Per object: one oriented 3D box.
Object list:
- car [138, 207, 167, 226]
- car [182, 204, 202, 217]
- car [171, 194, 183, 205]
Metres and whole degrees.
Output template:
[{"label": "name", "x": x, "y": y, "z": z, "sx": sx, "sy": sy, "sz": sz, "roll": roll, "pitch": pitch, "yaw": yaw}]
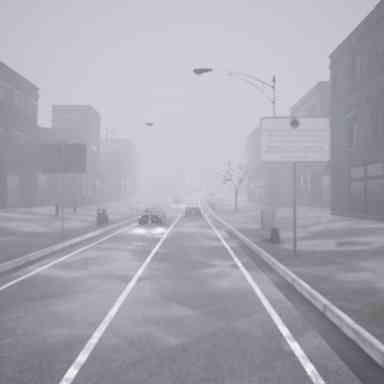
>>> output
[{"label": "car", "x": -3.072, "y": 1.911, "z": 26.414, "sx": 1.895, "sy": 1.301, "sz": 4.718, "roll": 0, "pitch": -1, "yaw": 0}, {"label": "car", "x": 0.137, "y": 2.026, "z": 37.454, "sx": 1.812, "sy": 1.442, "sz": 4.674, "roll": 0, "pitch": -1, "yaw": 0}, {"label": "car", "x": -2.934, "y": 1.442, "z": 67.623, "sx": 2.150, "sy": 2.045, "sz": 5.566, "roll": 0, "pitch": 2, "yaw": 0}]
